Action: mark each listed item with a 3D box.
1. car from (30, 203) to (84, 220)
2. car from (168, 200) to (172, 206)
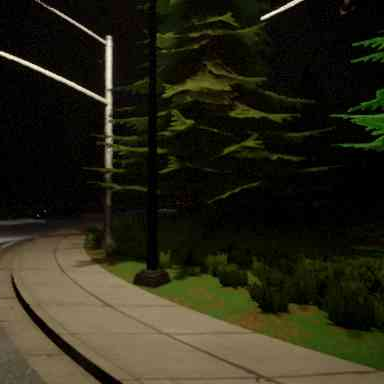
[{"bbox_3d":[-11.684,1.624,29.114,1.895,1.301,4.718,0,0,23],"label":"car"},{"bbox_3d":[-0.803,1.328,46.675,5.566,2.045,2.150,1,0,-44],"label":"car"}]
